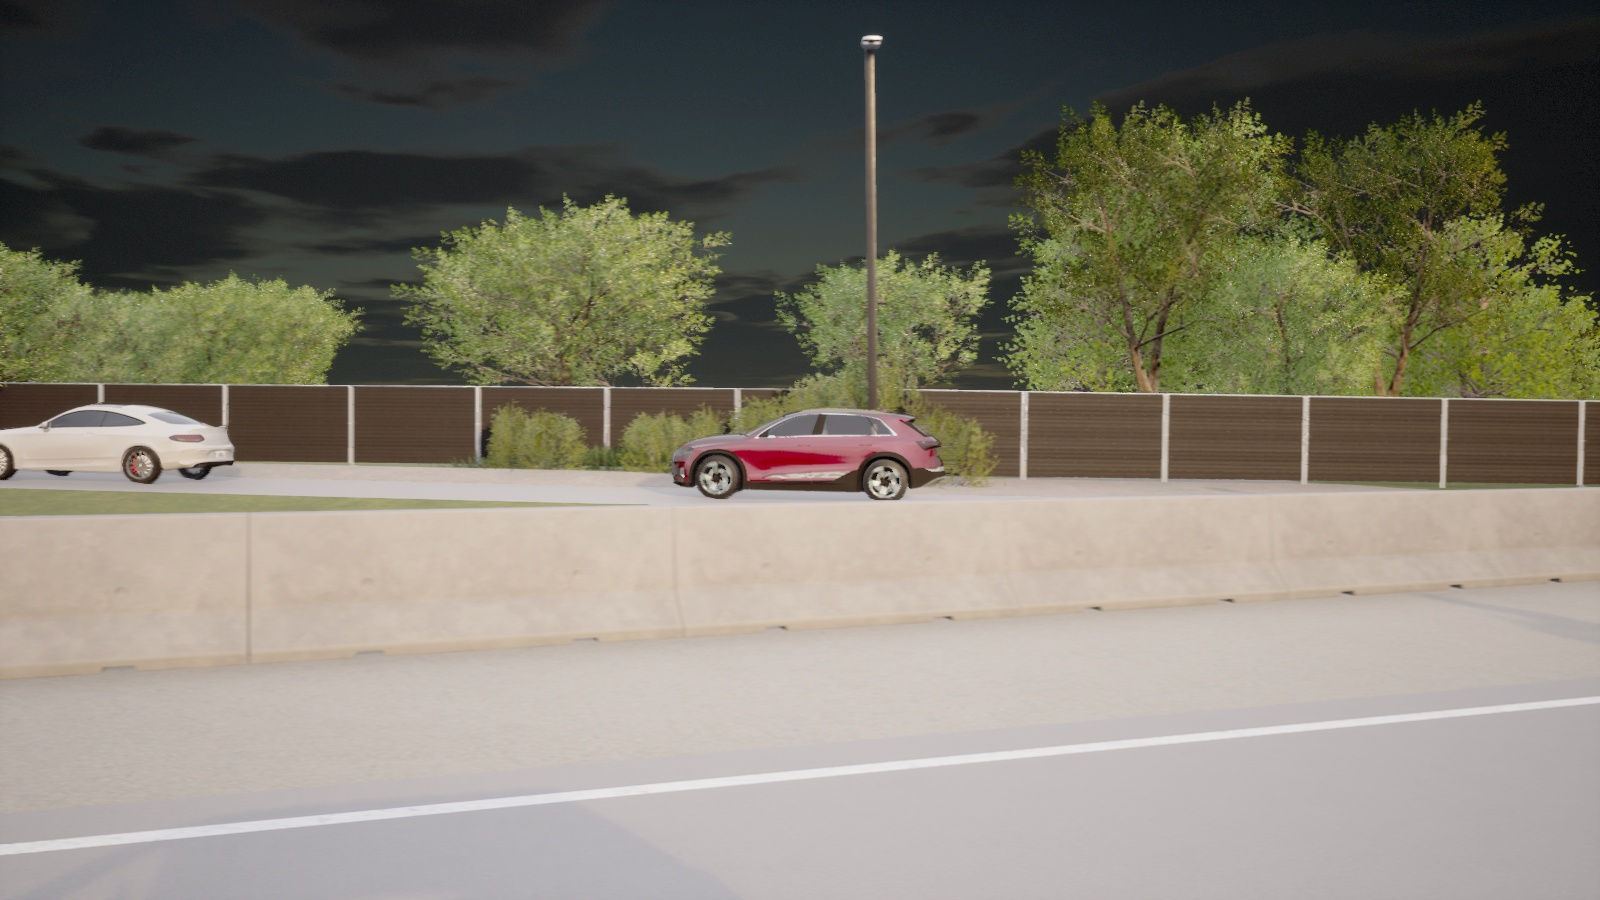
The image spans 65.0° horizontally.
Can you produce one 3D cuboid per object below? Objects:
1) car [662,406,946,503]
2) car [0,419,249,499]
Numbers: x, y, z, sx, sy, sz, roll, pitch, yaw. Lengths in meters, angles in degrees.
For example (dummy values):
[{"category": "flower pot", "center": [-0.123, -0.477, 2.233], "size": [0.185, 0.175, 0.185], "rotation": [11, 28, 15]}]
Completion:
[{"category": "car", "center": [0.130, 0.052, 22.480], "size": [4.856, 1.649, 2.033], "rotation": [0, 2, 4]}, {"category": "car", "center": [-13.172, 0.143, 23.812], "size": [4.674, 1.442, 1.812], "rotation": [0, 2, 6]}]
